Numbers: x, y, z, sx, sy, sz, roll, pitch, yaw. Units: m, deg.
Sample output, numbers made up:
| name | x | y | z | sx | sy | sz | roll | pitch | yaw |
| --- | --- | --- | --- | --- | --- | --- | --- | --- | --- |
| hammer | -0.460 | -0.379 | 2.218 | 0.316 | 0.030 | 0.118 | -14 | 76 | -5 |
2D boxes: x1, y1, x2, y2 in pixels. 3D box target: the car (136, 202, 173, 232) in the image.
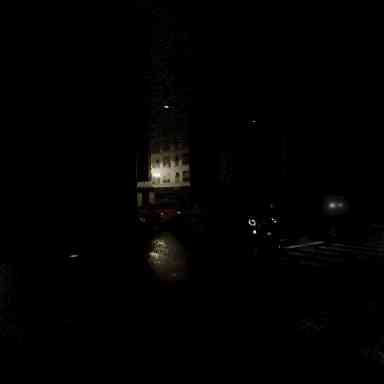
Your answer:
| name | x | y | z | sx | sy | sz | roll | pitch | yaw |
| --- | --- | --- | --- | --- | --- | --- | --- | --- | --- |
| car | -3.393 | 1.706 | 22.090 | 1.967 | 1.590 | 4.097 | -1 | 0 | -35 |

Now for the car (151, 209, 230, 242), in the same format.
| name | x | y | z | sx | sy | sz | roll | pitch | yaw |
| --- | --- | --- | --- | --- | --- | --- | --- | --- | --- |
| car | -0.195 | 1.779 | 17.608 | 1.802 | 1.307 | 4.206 | -1 | 0 | -35 |

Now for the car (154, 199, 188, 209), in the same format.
| name | x | y | z | sx | sy | sz | roll | pitch | yaw |
| --- | --- | --- | --- | --- | --- | --- | --- | --- | --- |
| car | -2.630 | 1.630 | 25.626 | 2.097 | 1.767 | 4.553 | 0 | 0 | -35 |

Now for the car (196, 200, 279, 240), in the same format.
| name | x | y | z | sx | sy | sz | roll | pitch | yaw |
| --- | --- | --- | --- | --- | --- | --- | --- | --- | --- |
| car | 2.535 | 1.518 | 18.347 | 2.097 | 1.767 | 4.553 | 0 | 0 | -35 |

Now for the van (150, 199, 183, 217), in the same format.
| name | x | y | z | sx | sy | sz | roll | pitch | yaw |
| --- | --- | --- | --- | --- | --- | --- | --- | --- | --- |
| van | -2.841 | 1.689 | 36.003 | 1.690 | 1.788 | 3.998 | -1 | 0 | -35 |

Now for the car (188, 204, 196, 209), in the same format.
| name | x | y | z | sx | sy | sz | roll | pitch | yaw |
| --- | --- | --- | --- | --- | --- | --- | --- | --- | --- |
| car | 0.258 | 1.805 | 31.660 | 1.752 | 1.417 | 4.829 | -1 | 0 | -35 |
